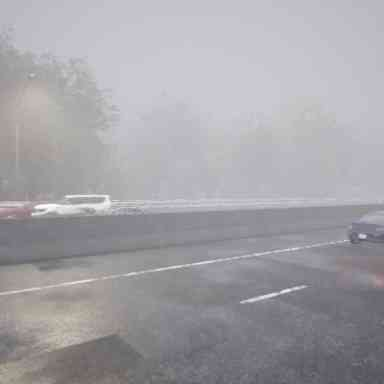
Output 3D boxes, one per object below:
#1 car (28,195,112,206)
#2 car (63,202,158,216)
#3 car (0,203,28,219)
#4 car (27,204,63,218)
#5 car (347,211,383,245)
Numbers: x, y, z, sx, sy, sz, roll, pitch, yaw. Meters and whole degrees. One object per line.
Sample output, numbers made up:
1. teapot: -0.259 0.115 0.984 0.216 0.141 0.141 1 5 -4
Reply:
1. car: -8.351 1.227 23.830 5.566 2.045 2.150 0 0 -35
2. car: -4.135 1.497 18.238 4.902 1.511 2.128 0 0 -35
3. car: -12.094 1.481 25.456 5.008 1.535 1.882 0 0 -35
4. car: -7.170 1.605 20.374 4.718 1.301 1.895 0 0 -35
5. car: 8.488 1.537 14.230 4.674 1.442 1.812 0 0 -36
